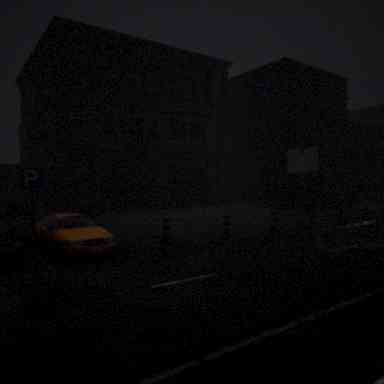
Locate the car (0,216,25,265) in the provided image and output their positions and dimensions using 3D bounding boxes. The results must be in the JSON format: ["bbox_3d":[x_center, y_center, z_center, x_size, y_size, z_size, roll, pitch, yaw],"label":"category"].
[{"bbox_3d":[-6.884,1.532,11.028,2.002,1.452,4.674,-1,1,-36],"label":"car"}]

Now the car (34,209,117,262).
[{"bbox_3d":[-4.548,1.456,12.504,1.946,1.575,5.366,-1,0,-36],"label":"car"}]
